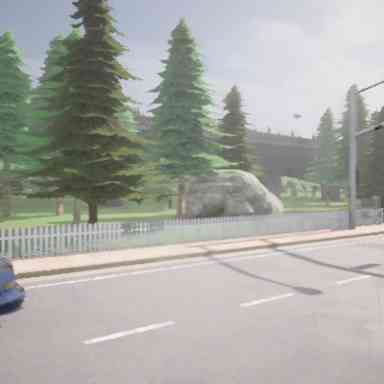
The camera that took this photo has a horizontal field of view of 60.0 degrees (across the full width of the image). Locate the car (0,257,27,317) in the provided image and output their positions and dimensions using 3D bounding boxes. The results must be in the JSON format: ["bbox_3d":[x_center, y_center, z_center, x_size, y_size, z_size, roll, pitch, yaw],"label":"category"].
[{"bbox_3d":[-5.225,1.513,4.378,5.357,1.411,2.033,0,0,-38],"label":"car"}]
